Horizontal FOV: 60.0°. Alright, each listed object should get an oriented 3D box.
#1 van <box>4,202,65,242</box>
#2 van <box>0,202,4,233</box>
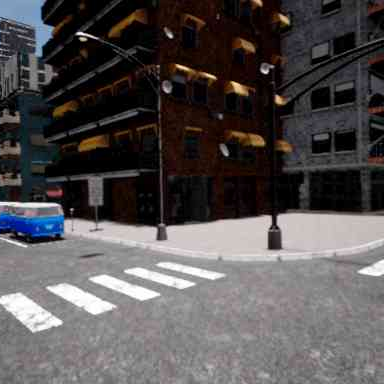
[{"bbox_3d":[-7.963,1.466,16.976,1.690,1.788,3.998,-3,1,-43],"label":"van"},{"bbox_3d":[-11.777,1.552,21.078,1.690,1.788,3.998,-3,1,-43],"label":"van"}]
